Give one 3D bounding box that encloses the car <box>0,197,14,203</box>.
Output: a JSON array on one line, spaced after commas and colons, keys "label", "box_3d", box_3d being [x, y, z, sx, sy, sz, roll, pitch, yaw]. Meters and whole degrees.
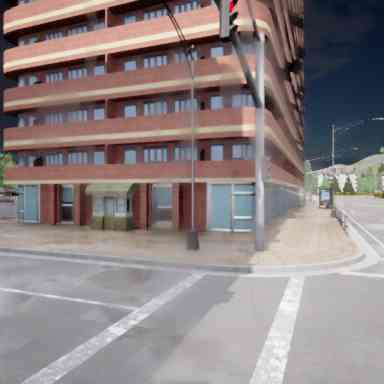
[{"label": "car", "box_3d": [-29.645, 1.464, 51.061, 1.812, 1.442, 4.674, 0, 0, 26]}]
